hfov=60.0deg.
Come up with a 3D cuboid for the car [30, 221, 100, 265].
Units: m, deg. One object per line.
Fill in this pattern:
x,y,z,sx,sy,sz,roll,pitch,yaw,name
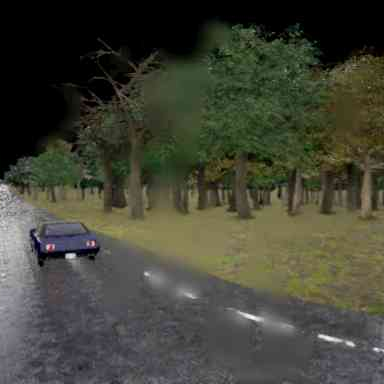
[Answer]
-4.884,1.724,12.331,1.895,1.301,4.718,0,0,-29,car
